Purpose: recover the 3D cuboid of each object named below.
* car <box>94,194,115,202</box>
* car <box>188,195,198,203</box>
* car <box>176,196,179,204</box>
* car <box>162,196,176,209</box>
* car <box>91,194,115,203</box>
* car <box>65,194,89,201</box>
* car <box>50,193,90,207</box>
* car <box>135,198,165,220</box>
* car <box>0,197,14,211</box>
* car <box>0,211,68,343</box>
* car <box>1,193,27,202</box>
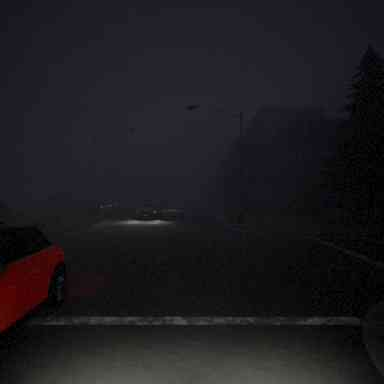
[{"bbox_3d":[-17.920,1.202,68.445,3.806,1.475,1.970,0,0,0],"label":"car"},{"bbox_3d":[0.175,1.446,68.677,2.128,1.511,4.902,0,0,0],"label":"car"},{"bbox_3d":[-3.448,1.437,61.142,1.882,1.535,5.008,0,0,0],"label":"car"},{"bbox_3d":[-3.543,1.448,44.652,1.882,1.535,5.008,0,0,0],"label":"car"},{"bbox_3d":[-17.602,1.128,62.027,5.027,1.636,2.152,0,0,0],"label":"car"},{"bbox_3d":[-24.965,1.265,72.114,4.514,1.523,2.007,0,0,0],"label":"car"},{"bbox_3d":[-17.204,1.082,46.327,4.605,1.855,1.932,0,0,0],"label":"car"},{"bbox_3d":[-3.570,1.507,27.917,1.812,1.442,4.674,0,0,0],"label":"car"},{"bbox_3d":[-17.358,1.370,27.743,3.633,1.501,1.845,0,0,0],"label":"car"},{"bbox_3d":[-3.596,1.354,4.936,2.097,1.767,4.553,0,0,0],"label":"car"},{"bbox_3d":[-34.983,1.069,65.182,4.605,1.855,1.932,0,0,0],"label":"car"}]
